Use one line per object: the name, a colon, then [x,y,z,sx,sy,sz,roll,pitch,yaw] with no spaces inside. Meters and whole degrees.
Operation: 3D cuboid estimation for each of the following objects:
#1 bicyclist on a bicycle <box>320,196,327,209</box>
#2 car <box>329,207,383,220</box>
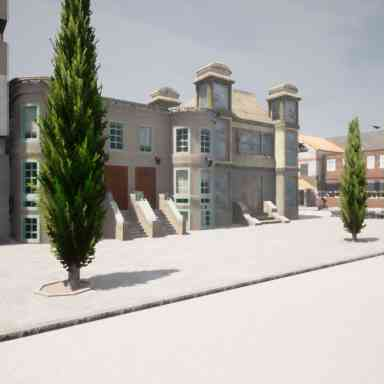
bicyclist on a bicycle: [16.051,1.349,40.717,1.656,1.620,0.582,0,0,-35]
car: [14.422,1.601,28.536,1.895,1.301,4.718,0,0,-35]
